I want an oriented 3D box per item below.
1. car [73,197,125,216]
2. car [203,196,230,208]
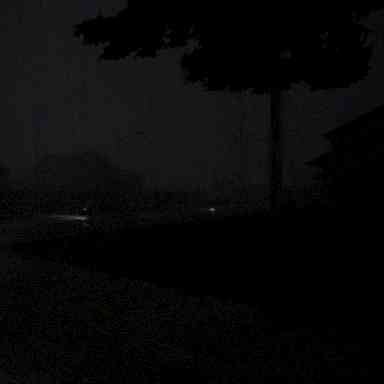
[{"bbox_3d":[-8.111,1.280,29.468,1.837,1.490,4.892,1,2,36],"label":"car"},{"bbox_3d":[3.365,1.261,45.284,1.882,1.535,5.008,1,0,36],"label":"car"}]
